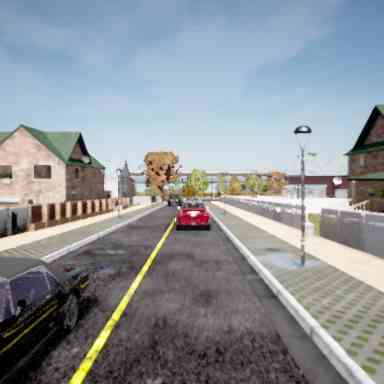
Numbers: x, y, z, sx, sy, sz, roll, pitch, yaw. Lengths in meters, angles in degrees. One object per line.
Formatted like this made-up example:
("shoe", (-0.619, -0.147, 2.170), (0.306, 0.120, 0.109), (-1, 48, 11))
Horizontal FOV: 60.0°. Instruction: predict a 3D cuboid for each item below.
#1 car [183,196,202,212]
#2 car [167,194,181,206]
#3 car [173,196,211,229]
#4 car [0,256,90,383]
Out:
("car", (0.088, 1.374, 39.683), (2.097, 1.767, 4.553), (0, 0, 0))
("car", (-2.763, 1.268, 54.362), (2.150, 2.045, 5.566), (0, 0, 0))
("car", (0.087, 1.356, 21.803), (2.097, 1.767, 4.553), (0, 0, 0))
("car", (-2.851, 1.600, 4.041), (1.895, 1.301, 4.718), (0, 0, 0))
